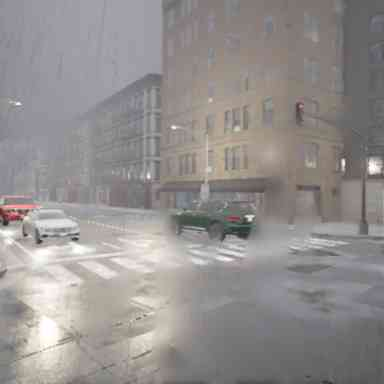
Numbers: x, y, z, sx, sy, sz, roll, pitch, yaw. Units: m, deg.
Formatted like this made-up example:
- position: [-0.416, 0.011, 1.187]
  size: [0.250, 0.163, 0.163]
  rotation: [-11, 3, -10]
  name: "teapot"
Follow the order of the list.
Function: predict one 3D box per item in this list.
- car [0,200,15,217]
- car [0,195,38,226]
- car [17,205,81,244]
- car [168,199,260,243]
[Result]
- position: [-18.835, 1.595, 32.779]
  size: [1.812, 1.442, 4.674]
  rotation: [1, -1, -36]
  name: "car"
- position: [-12.827, 1.280, 24.428]
  size: [2.150, 2.045, 5.566]
  rotation: [1, -1, -36]
  name: "car"
- position: [-7.022, 1.578, 16.381]
  size: [1.812, 1.442, 4.674]
  rotation: [1, -1, -37]
  name: "car"
- position: [0.983, 1.365, 17.375]
  size: [2.150, 2.045, 5.566]
  rotation: [2, -1, -39]
  name: "car"
